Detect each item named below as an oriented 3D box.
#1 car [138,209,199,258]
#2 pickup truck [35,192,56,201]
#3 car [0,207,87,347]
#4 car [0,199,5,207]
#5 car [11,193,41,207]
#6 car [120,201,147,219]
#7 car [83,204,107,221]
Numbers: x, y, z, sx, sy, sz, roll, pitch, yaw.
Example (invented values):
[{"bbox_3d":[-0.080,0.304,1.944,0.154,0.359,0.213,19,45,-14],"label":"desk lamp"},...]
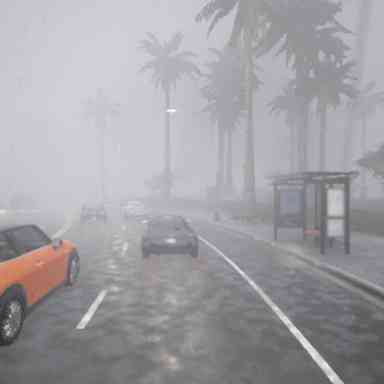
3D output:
[{"bbox_3d":[-0.945,1.557,12.827,1.994,1.385,4.181,0,0,-7],"label":"car"},{"bbox_3d":[-36.834,1.050,83.865,2.390,2.098,6.274,0,0,-1],"label":"pickup truck"},{"bbox_3d":[-3.748,1.349,6.425,2.097,1.767,4.553,0,0,-3],"label":"car"},{"bbox_3d":[-25.974,1.471,43.515,2.128,1.511,4.902,0,0,-44],"label":"car"},{"bbox_3d":[-23.185,1.201,45.750,2.150,2.045,5.566,0,0,-43],"label":"car"},{"bbox_3d":[-5.028,1.511,28.645,1.812,1.442,4.674,0,0,-20],"label":"car"},{"bbox_3d":[-7.775,1.588,26.079,1.895,1.301,4.718,0,0,-19],"label":"car"}]
